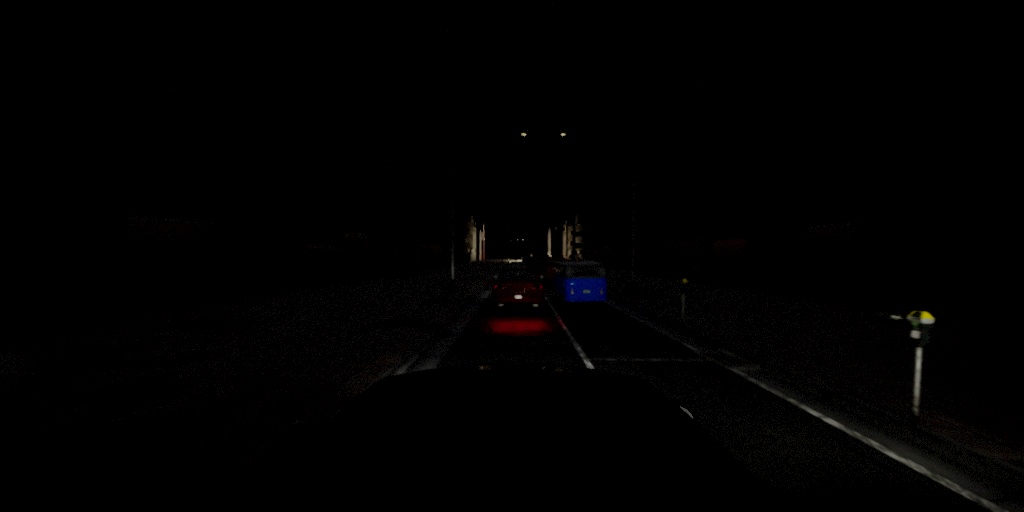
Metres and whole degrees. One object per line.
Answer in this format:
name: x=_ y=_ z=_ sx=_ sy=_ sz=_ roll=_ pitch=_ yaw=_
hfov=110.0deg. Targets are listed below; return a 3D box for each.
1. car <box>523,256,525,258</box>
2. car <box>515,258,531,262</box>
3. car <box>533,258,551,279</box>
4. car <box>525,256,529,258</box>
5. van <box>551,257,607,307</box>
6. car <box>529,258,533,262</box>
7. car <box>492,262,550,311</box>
car: x=3.486 y=1.150 z=64.840 sx=2.007 sy=1.370 sz=4.403 roll=0 pitch=0 yaw=1
car: x=0.489 y=1.196 z=31.561 sx=1.812 sy=1.442 sz=4.674 roll=0 pitch=0 yaw=1
car: x=2.945 y=1.016 z=26.116 sx=2.192 sy=1.841 sz=5.009 roll=0 pitch=0 yaw=1
car: x=3.411 y=1.139 z=59.478 sx=1.751 sy=1.417 sz=4.829 roll=0 pitch=0 yaw=1
van: x=2.790 y=1.072 z=15.053 sx=1.690 sy=1.789 sz=3.998 roll=0 pitch=0 yaw=1
car: x=3.254 y=1.224 z=48.244 sx=1.802 sy=1.307 sz=4.207 roll=0 pitch=0 yaw=1
car: x=0.259 y=1.194 z=14.303 sx=1.882 sy=1.535 sz=5.008 roll=0 pitch=0 yaw=1
